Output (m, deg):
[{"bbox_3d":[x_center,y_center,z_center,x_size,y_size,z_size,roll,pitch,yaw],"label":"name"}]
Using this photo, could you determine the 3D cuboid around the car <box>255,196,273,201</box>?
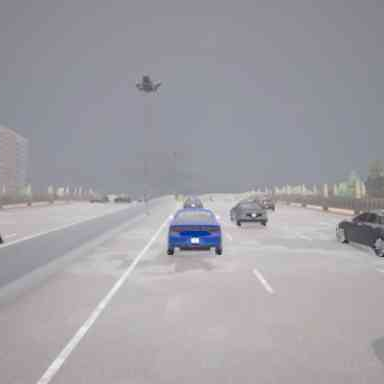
[{"bbox_3d":[7.107,1.176,33.944,2.128,1.511,4.902,0,1,0],"label":"car"}]

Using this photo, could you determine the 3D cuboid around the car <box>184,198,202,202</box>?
[{"bbox_3d":[0.106,1.249,33.770,1.994,1.385,4.181,0,1,0],"label":"car"}]

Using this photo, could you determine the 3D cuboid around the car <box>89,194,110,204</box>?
[{"bbox_3d":[-14.060,1.053,50.897,2.033,1.411,5.357,0,1,0],"label":"car"}]

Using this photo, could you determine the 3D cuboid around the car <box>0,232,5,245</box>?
[{"bbox_3d":[-7.099,1.498,9.149,1.994,1.385,4.181,0,1,0],"label":"car"}]

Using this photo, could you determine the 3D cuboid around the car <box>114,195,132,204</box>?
[{"bbox_3d":[-10.564,1.107,50.892,1.895,1.301,4.718,0,1,0],"label":"car"}]

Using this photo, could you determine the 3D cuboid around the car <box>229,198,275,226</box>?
[{"bbox_3d":[3.597,1.355,21.780,2.033,1.411,5.357,0,1,0],"label":"car"}]

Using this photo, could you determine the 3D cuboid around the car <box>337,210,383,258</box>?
[{"bbox_3d":[7.098,1.410,12.314,1.837,1.490,4.892,0,1,0],"label":"car"}]

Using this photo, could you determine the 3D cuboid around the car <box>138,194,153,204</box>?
[{"bbox_3d":[-7.065,0.999,50.876,2.128,1.511,4.902,0,1,0],"label":"car"}]

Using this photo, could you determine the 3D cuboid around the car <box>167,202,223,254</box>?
[{"bbox_3d":[0.099,1.373,13.096,1.882,1.535,5.008,0,1,0],"label":"car"}]
